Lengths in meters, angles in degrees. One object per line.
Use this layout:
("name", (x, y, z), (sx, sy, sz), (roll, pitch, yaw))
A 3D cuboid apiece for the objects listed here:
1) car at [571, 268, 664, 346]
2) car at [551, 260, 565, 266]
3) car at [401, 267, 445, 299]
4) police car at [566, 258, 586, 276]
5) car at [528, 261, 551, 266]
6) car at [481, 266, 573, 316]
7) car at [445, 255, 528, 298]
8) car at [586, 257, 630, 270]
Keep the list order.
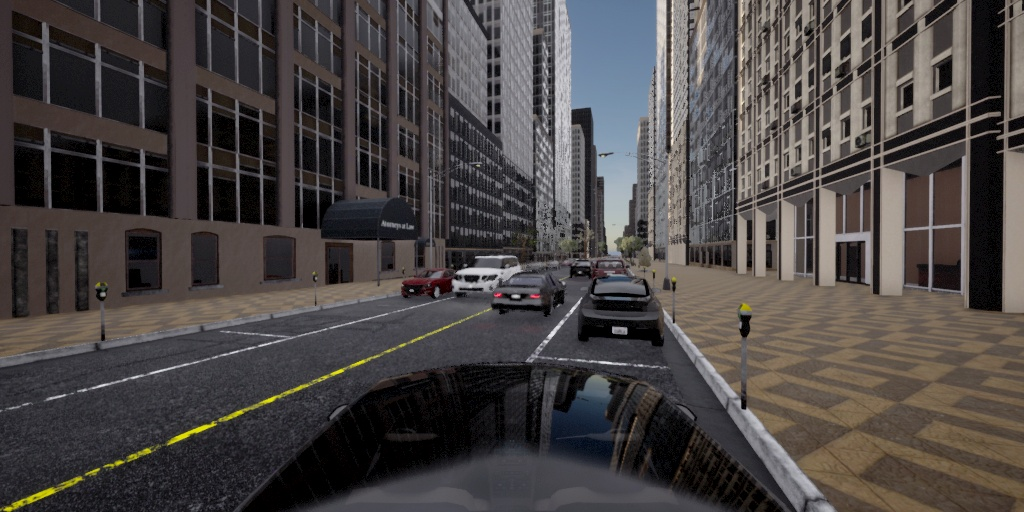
("car", (2.849, 1.252, 9.517), (1.837, 1.490, 4.892), (0, 0, 17))
("car", (5.875, 1.289, 50.799), (2.007, 1.370, 4.403), (0, 0, 17))
("car", (-3.821, 1.292, 18.105), (1.888, 1.381, 4.507), (0, 0, 17))
("police car", (6.488, 1.168, 32.850), (1.930, 1.638, 5.238), (0, 0, 17))
("car", (2.643, 1.293, 39.901), (2.007, 1.370, 4.403), (0, 0, 17))
("car", (0.838, 1.295, 13.441), (2.033, 1.411, 5.357), (0, 0, 17))
("car", (-1.039, 0.968, 18.370), (2.150, 2.045, 5.566), (0, 0, 17))
("car", (5.830, 1.060, 21.171), (2.192, 1.841, 5.009), (0, 0, 17))
